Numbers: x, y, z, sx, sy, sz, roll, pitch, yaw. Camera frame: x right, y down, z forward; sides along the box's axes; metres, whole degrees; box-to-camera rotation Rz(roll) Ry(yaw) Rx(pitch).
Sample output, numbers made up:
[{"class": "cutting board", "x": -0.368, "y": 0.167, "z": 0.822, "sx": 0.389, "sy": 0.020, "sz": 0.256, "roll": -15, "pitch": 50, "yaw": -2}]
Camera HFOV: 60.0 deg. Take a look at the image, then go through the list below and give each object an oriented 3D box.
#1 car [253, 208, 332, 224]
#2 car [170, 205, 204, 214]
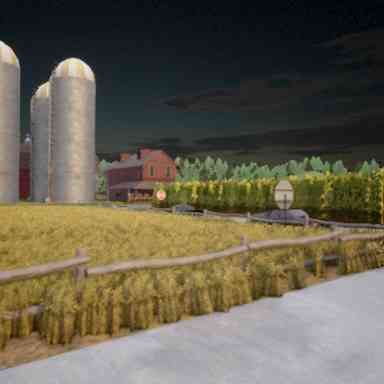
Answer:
[{"class": "car", "x": 6.221, "y": 1.769, "z": 21.382, "sx": 2.033, "sy": 1.411, "sz": 5.357, "roll": 1, "pitch": -1, "yaw": -36}, {"class": "car", "x": -0.656, "y": 1.887, "z": 30.951, "sx": 1.895, "sy": 1.301, "sz": 4.718, "roll": 1, "pitch": -1, "yaw": -36}]
